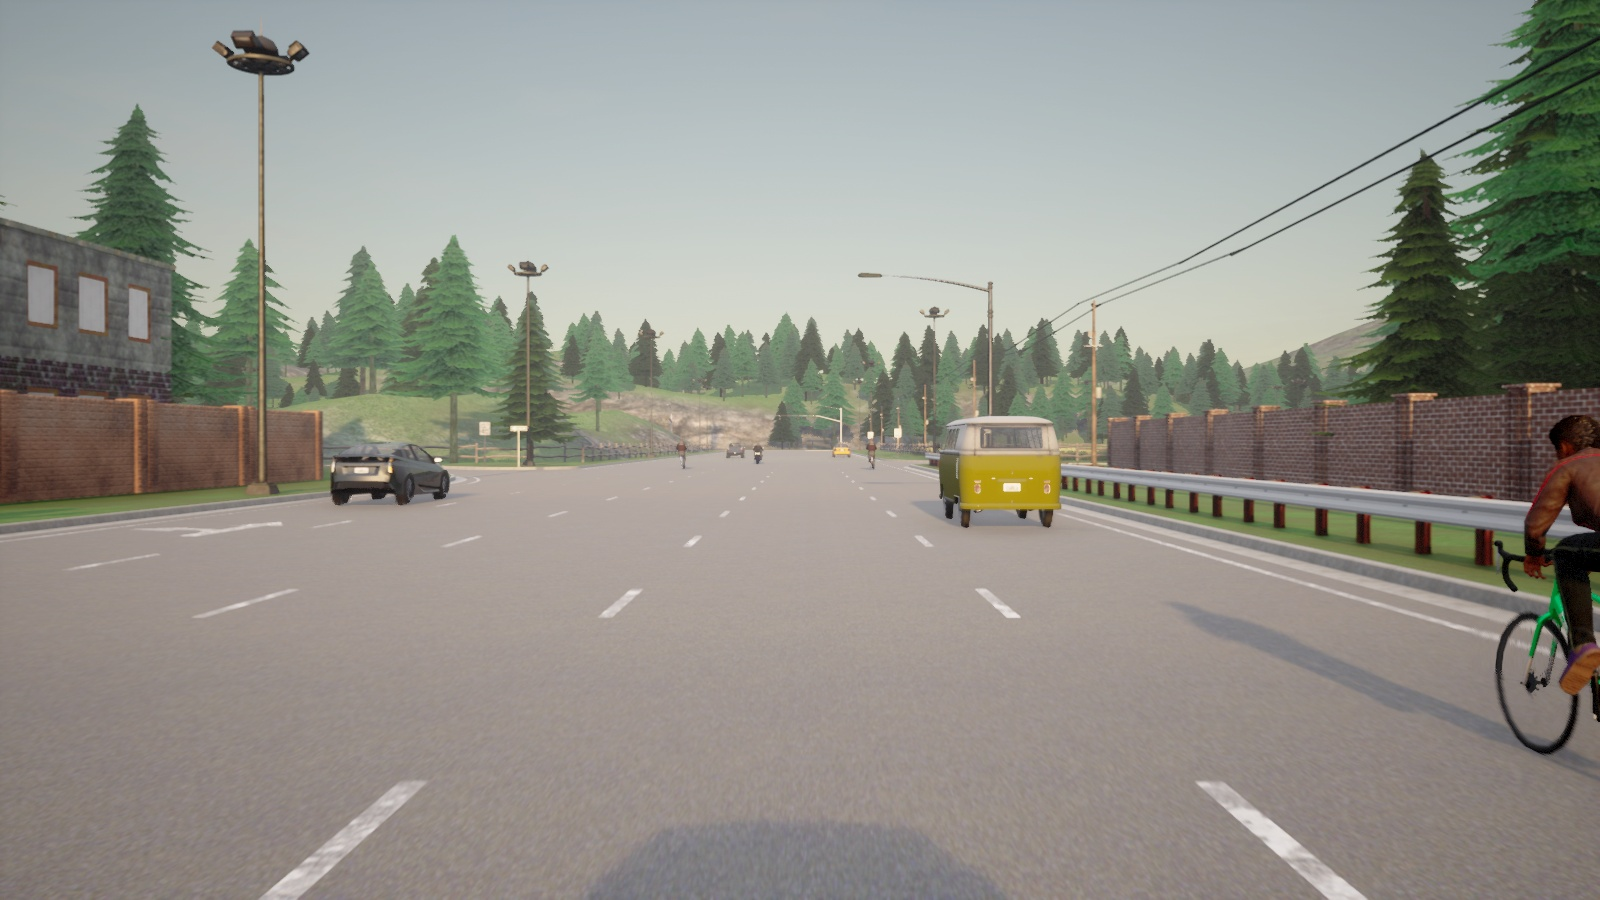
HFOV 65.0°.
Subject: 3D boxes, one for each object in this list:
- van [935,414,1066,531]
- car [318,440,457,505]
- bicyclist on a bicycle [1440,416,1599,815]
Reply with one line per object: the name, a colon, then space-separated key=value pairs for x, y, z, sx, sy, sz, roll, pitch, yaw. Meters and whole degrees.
van: x=3.649 y=0.369 z=23.592 sx=1.775 sy=1.987 sz=4.442 roll=0 pitch=0 yaw=0
car: x=-10.305 y=0.506 z=31.748 sx=2.007 sy=1.525 sz=4.514 roll=0 pitch=0 yaw=0
bicyclist on a bicycle: x=3.544 y=0.671 z=5.563 sx=0.582 sy=1.620 sz=1.656 roll=0 pitch=0 yaw=0
